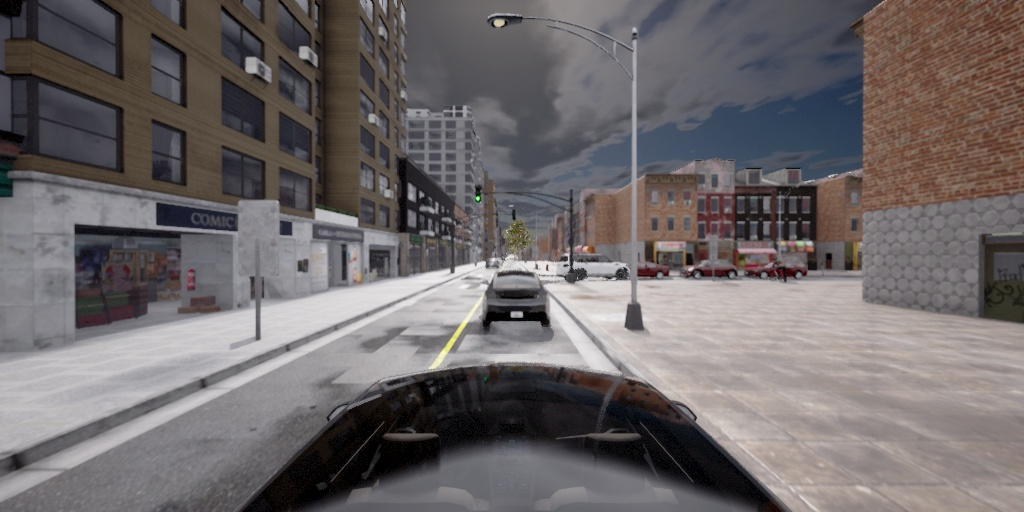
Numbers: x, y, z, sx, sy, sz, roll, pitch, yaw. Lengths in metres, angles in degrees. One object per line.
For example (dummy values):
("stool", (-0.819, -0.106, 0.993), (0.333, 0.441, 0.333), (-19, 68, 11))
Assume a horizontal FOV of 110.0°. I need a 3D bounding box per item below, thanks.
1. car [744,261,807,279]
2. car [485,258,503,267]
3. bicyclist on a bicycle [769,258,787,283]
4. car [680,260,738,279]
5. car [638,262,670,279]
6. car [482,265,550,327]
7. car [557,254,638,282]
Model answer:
("car", (21.308, 1.130, 29.103), (4.507, 1.381, 1.888), (0, 0, 0))
("car", (-2.812, 1.033, 51.470), (2.128, 1.511, 4.902), (0, 0, 0))
("bicyclist on a bicycle", (17.387, 0.929, 23.457), (0.582, 1.620, 1.656), (0, 0, 0))
("car", (15.844, 1.030, 29.111), (4.097, 1.591, 1.967), (0, 0, 0))
("car", (10.380, 1.140, 29.117), (4.507, 1.381, 1.888), (0, 0, 0))
("car", (0.097, 1.195, 11.328), (1.837, 1.490, 4.892), (0, 0, -1))
("car", (6.105, 0.849, 26.805), (5.566, 2.045, 2.150), (0, -1, -13))
